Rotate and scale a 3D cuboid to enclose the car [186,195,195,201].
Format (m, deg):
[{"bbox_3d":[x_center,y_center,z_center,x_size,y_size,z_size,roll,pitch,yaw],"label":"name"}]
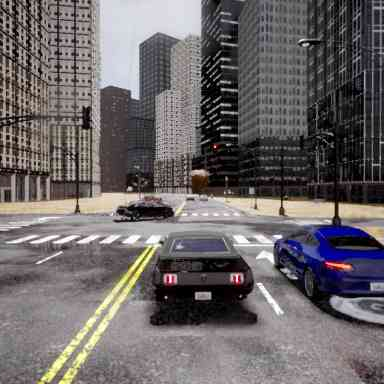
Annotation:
[{"bbox_3d":[-0.422,1.469,80.421,1.895,1.301,4.718,0,0,-4],"label":"car"}]

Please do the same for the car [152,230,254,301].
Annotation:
[{"bbox_3d":[0.112,1.598,8.264,1.895,1.301,4.718,0,0,-3],"label":"car"}]

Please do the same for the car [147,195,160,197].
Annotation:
[{"bbox_3d":[-6.516,1.299,50.577,2.097,1.767,4.553,0,0,0],"label":"car"}]

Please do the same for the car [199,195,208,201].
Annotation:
[{"bbox_3d":[2.827,1.397,80.534,1.812,1.442,4.674,0,0,-4],"label":"car"}]

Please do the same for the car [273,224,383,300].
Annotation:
[{"bbox_3d":[3.354,1.523,8.232,1.812,1.442,4.674,0,0,1],"label":"car"}]

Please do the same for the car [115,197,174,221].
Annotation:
[{"bbox_3d":[-3.694,1.450,26.535,4.902,1.511,2.128,0,1,-39],"label":"car"}]
